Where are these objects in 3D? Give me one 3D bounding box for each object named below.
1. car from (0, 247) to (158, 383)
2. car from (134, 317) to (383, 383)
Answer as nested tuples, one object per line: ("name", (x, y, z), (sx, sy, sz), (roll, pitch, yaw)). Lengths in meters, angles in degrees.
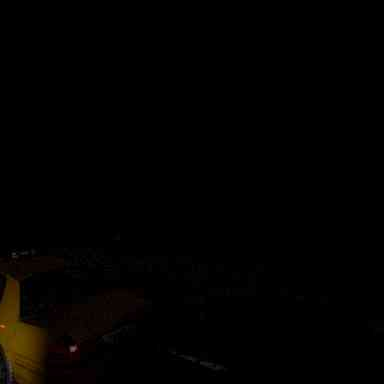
("car", (-2.661, 1.523, 4.986), (4.829, 1.417, 1.752), (0, 1, 35))
("car", (2.026, 1.551, 1.646), (4.403, 1.369, 2.008), (0, 1, 35))
